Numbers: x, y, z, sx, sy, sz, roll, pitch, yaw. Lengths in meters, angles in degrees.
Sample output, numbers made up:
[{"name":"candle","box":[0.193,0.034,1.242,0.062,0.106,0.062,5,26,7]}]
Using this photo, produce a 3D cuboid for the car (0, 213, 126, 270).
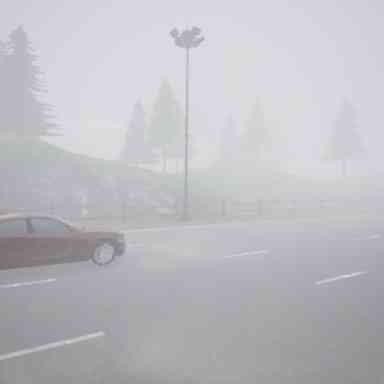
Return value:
[{"name":"car","box":[-4.328,1.316,9.291,5.008,1.535,1.882,0,1,-33]}]
